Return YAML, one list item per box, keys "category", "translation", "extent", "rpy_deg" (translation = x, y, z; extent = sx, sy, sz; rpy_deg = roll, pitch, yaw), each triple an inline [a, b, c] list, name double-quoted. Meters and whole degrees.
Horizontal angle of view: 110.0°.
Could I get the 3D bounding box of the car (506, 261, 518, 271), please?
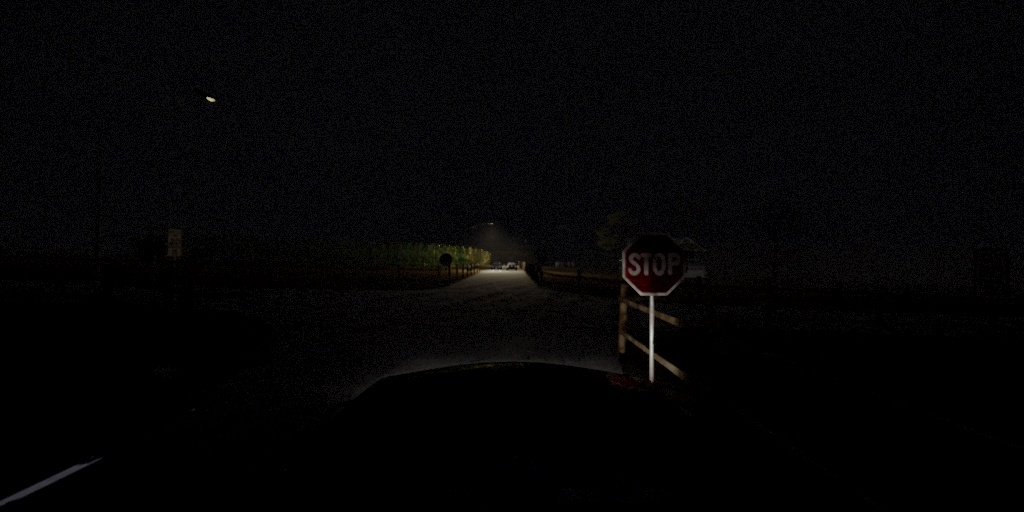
- category: "car"
  translation: [-0.032, 1.809, 60.960]
  extent: [2.033, 1.411, 5.357]
  rpy_deg: [0, 0, 0]
